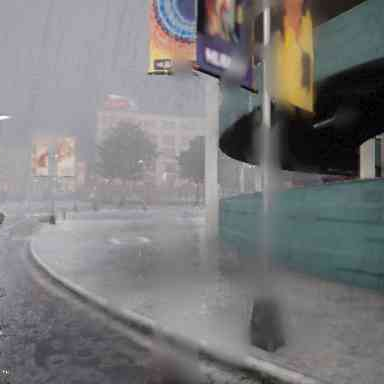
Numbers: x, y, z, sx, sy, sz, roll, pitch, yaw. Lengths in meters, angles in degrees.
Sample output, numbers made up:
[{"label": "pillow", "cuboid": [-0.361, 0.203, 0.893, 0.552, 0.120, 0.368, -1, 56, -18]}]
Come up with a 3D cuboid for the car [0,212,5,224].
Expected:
[{"label": "car", "cuboid": [-15.090, 1.814, 24.243, 2.033, 1.411, 5.357, 1, -1, -20]}]
